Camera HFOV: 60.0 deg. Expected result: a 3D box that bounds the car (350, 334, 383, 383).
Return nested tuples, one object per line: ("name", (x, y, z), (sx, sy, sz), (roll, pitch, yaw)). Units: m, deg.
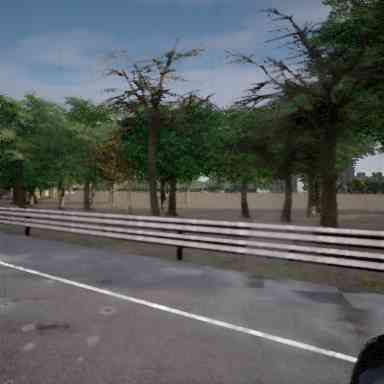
("car", (3.083, 1.570, 1.836), (4.181, 1.385, 1.994), (0, 0, 35))
